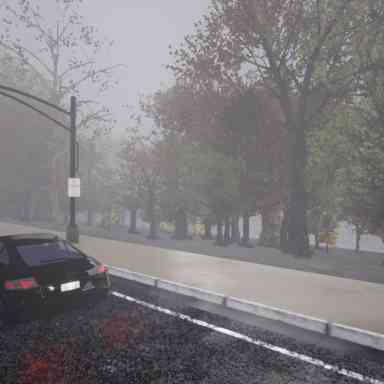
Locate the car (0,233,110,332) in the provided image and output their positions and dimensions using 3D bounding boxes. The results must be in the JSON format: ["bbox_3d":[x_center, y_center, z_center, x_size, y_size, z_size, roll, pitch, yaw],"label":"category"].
[{"bbox_3d":[-3.560,1.562,6.964,4.181,1.385,1.994,0,0,42],"label":"car"}]
